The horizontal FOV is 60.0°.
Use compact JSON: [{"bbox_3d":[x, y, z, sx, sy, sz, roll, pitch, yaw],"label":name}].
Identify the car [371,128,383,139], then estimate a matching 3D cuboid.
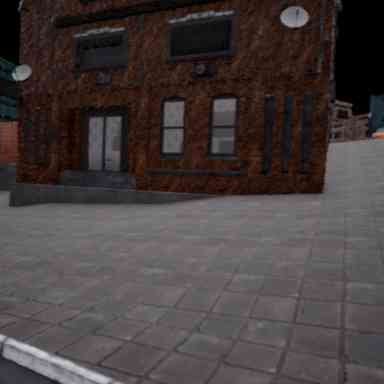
[{"bbox_3d":[19.138,-5.256,30.798,2.185,1.767,4.553,1,2,-25],"label":"car"}]
